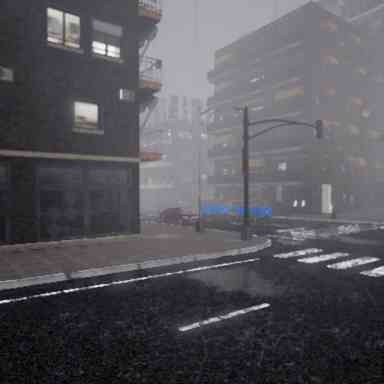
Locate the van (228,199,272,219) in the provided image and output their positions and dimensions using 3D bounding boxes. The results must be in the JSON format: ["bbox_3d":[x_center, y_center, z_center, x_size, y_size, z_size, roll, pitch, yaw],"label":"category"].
[{"bbox_3d":[5.663,1.587,31.538,1.690,1.788,3.998,-1,0,-36],"label":"van"}]

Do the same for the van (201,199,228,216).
[{"bbox_3d":[2.346,1.661,36.052,1.690,1.788,3.998,-1,0,-36],"label":"van"}]

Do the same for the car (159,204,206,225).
[{"bbox_3d":[-1.075,1.865,26.618,1.802,1.307,4.206,-1,0,-36],"label":"car"}]
